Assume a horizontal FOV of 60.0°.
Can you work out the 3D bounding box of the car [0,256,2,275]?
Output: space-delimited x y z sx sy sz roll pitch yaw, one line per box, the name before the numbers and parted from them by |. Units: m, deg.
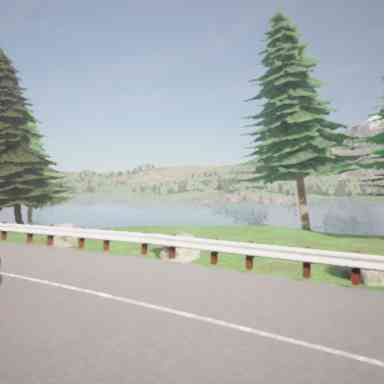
car | -6.359 1.450 7.514 4.892 1.490 1.837 0 0 29
